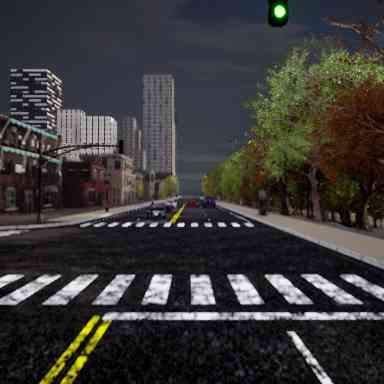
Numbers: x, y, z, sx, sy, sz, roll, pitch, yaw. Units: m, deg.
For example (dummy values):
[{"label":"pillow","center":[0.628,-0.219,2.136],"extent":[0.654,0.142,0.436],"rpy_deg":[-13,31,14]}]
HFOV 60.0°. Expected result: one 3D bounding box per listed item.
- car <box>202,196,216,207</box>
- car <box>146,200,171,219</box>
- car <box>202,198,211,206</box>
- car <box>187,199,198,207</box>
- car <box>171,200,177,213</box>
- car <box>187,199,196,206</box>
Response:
[{"label":"car","center":[3.282,1.816,62.829],"extent":[2.150,2.045,5.566],"rpy_deg":[0,-1,0]},{"label":"car","center":[-3.439,1.807,33.067],"extent":[2.128,1.511,4.902],"rpy_deg":[0,-1,-3]},{"label":"car","center":[3.167,2.170,73.401],"extent":[1.882,1.535,5.008],"rpy_deg":[0,-1,0]},{"label":"car","center":[0.039,2.162,63.210],"extent":[1.994,1.385,4.181],"rpy_deg":[0,-1,-1]},{"label":"car","center":[-3.397,2.012,43.302],"extent":[1.895,1.301,4.718],"rpy_deg":[0,-1,0]},{"label":"car","center":[-0.077,2.243,73.162],"extent":[1.994,1.385,4.181],"rpy_deg":[0,-1,0]}]
